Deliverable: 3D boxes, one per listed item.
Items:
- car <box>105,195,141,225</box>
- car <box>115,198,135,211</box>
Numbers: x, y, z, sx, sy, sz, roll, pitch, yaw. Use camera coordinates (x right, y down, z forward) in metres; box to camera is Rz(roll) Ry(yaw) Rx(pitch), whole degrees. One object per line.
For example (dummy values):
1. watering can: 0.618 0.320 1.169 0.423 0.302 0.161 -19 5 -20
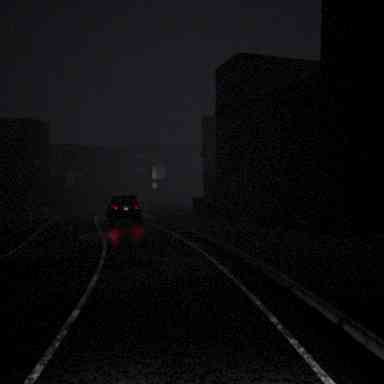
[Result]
1. car: -5.145 1.220 24.686 2.150 2.045 5.566 -2 0 -17
2. car: -8.498 1.585 42.550 1.812 1.442 4.674 0 0 -3
